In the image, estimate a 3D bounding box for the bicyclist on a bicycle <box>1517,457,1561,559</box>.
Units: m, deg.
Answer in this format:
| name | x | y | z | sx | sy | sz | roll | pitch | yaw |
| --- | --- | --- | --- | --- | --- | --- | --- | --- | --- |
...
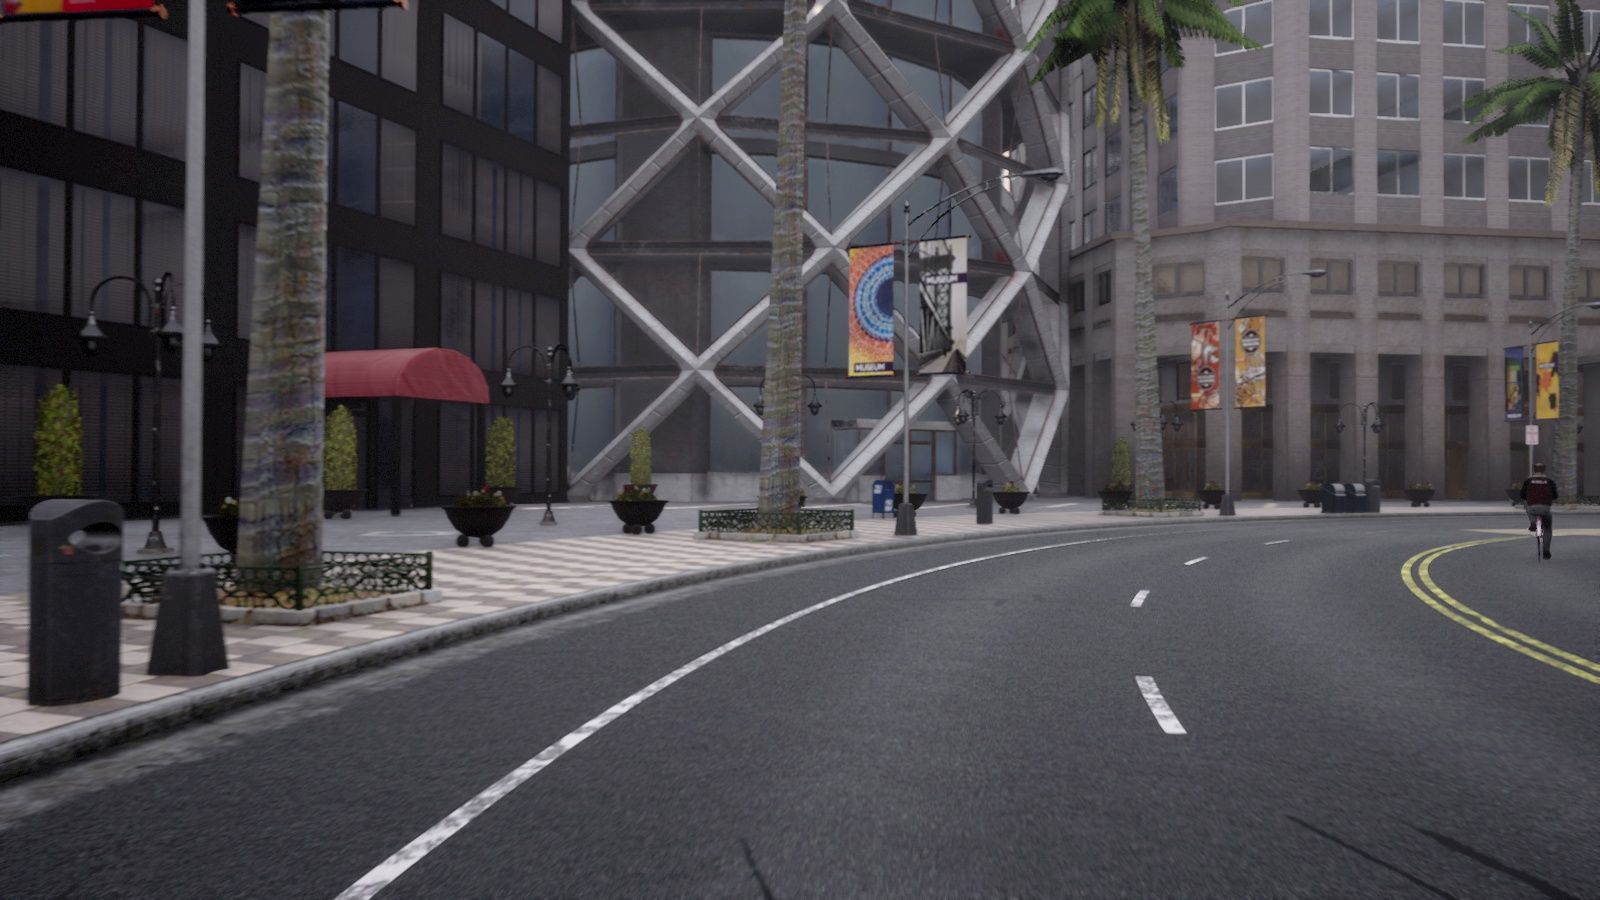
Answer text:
| name | x | y | z | sx | sy | sz | roll | pitch | yaw |
| --- | --- | --- | --- | --- | --- | --- | --- | --- | --- |
| bicyclist on a bicycle | 13.488 | 1.024 | 22.905 | 0.659 | 1.776 | 1.843 | 0 | -1 | 31 |
